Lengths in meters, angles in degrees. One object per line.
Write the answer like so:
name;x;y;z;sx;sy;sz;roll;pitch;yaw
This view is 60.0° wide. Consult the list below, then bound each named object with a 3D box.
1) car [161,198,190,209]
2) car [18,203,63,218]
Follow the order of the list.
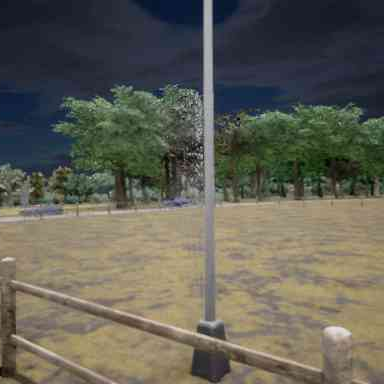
car;-2.520;1.631;49.330;5.008;1.535;1.882;-1;-2;-42
car;-15.554;1.874;34.247;1.994;1.385;4.181;-3;-1;37
